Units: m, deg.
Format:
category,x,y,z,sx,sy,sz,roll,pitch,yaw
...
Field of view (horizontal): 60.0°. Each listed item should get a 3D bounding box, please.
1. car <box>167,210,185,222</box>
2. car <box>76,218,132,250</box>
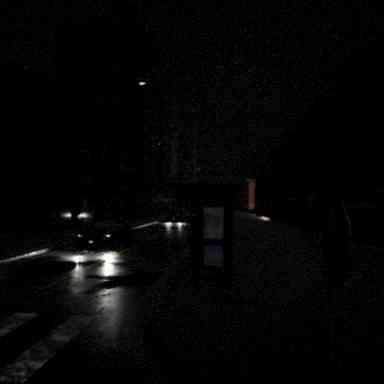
category,x,y,z,sx,sy,sz,roll,pitch,yaw
car,-2.065,3.188,43.904,1.837,1.490,4.892,1,-3,6
car,-4.533,2.155,17.944,1.812,1.442,4.674,1,-2,5
